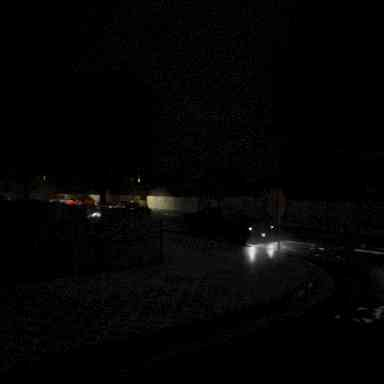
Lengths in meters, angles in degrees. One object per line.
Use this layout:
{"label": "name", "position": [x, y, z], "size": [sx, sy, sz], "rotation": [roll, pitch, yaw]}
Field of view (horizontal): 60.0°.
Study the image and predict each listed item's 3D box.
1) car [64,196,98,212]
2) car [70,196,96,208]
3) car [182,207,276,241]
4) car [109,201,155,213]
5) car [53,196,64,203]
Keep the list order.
{"label": "car", "position": [-11.568, 1.190, 35.227], "size": [2.097, 1.767, 4.553], "rotation": [0, 0, -36]}
{"label": "car", "position": [-14.594, 1.275, 44.396], "size": [1.882, 1.535, 5.008], "rotation": [0, 0, -35]}
{"label": "car", "position": [1.608, 1.497, 16.838], "size": [2.033, 1.411, 5.357], "rotation": [0, 0, -36]}
{"label": "car", "position": [-4.824, 1.441, 25.805], "size": [2.033, 1.411, 5.357], "rotation": [0, 0, -36]}
{"label": "car", "position": [-20.614, 1.354, 52.700], "size": [1.895, 1.301, 4.718], "rotation": [0, 0, -36]}
